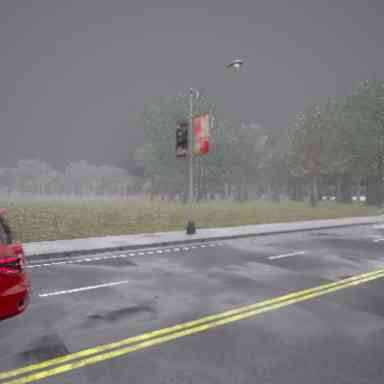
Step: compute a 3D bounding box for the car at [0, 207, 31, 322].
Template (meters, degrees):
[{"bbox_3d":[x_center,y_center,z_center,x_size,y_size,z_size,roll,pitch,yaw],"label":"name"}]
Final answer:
[{"bbox_3d":[-5.059,1.215,4.069,5.566,2.045,2.150,0,0,-36],"label":"car"}]
